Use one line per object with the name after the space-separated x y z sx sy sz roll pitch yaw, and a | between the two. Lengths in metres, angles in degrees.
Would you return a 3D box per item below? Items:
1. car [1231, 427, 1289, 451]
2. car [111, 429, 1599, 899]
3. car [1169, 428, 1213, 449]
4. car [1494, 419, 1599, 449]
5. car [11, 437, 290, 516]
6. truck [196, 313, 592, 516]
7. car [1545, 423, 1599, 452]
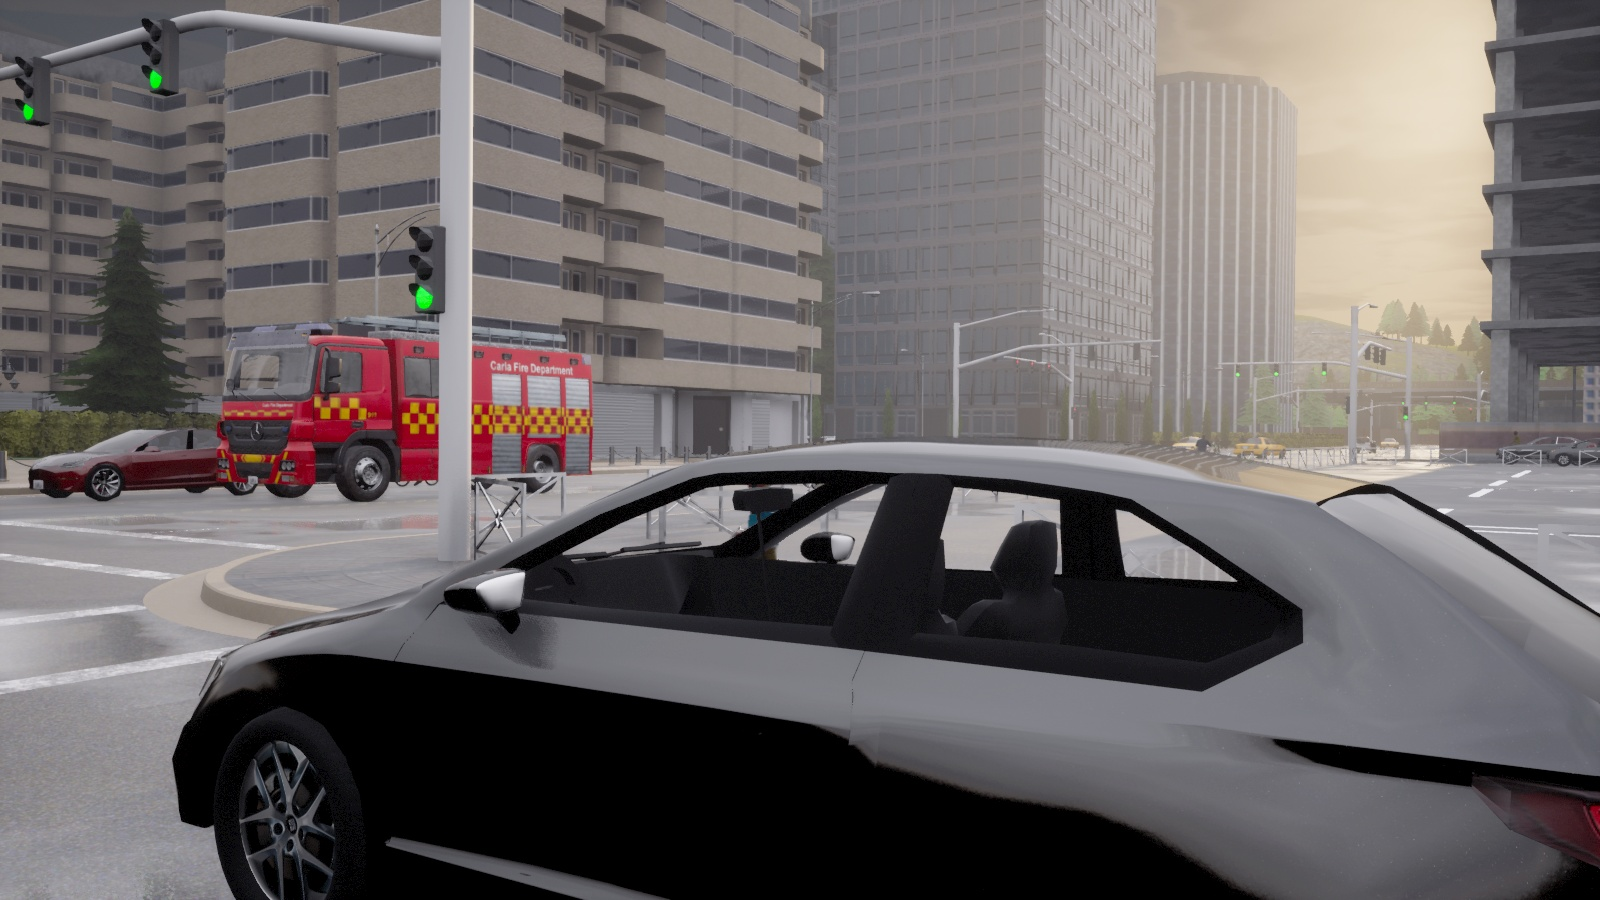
30.826 -0.763 84.080 1.801 1.575 5.366 0 1 42 | car
0.098 0.696 3.550 4.193 1.474 1.816 0 1 33 | car
29.585 -0.894 94.940 1.801 1.575 5.366 0 1 32 | car
41.957 -0.889 70.566 5.027 1.651 2.152 0 1 32 | car
-13.616 0.491 26.643 2.163 1.488 4.792 0 1 32 | car
-8.614 -0.738 28.003 2.891 3.827 8.468 0 1 32 | truck
42.050 -0.664 66.379 4.514 1.525 2.007 0 1 32 | car
